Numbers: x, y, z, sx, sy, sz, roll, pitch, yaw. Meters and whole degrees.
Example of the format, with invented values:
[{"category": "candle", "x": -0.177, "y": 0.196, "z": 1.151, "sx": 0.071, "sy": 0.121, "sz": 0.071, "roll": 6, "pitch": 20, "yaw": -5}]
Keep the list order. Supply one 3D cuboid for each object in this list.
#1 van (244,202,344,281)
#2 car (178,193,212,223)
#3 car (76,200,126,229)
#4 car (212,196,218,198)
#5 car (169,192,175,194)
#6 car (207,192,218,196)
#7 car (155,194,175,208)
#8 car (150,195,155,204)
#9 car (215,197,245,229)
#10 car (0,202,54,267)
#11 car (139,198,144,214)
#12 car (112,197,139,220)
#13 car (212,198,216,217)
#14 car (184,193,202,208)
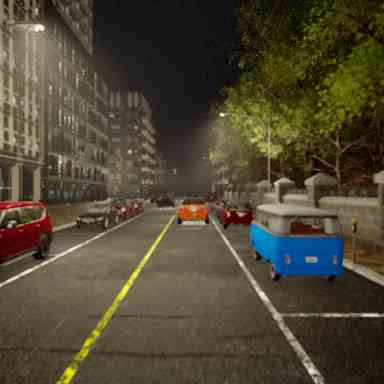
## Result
[{"category": "van", "x": 2.700, "y": 1.276, "z": 9.355, "sx": 1.690, "sy": 1.788, "sz": 3.998, "roll": 1, "pitch": 0, "yaw": 0}, {"category": "car", "x": 0.102, "y": 1.182, "z": 23.732, "sx": 2.097, "sy": 1.767, "sz": 4.553, "roll": 0, "pitch": 0, "yaw": 0}, {"category": "car", "x": -5.683, "y": 1.407, "z": 20.343, "sx": 2.008, "sy": 1.369, "sz": 4.403, "roll": 1, "pitch": 0, "yaw": 0}, {"category": "car", "x": 2.698, "y": 1.355, "z": 31.270, "sx": 1.802, "sy": 1.307, "sz": 4.206, "roll": 1, "pitch": 0, "yaw": 0}, {"category": "car", "x": -5.679, "y": 0.700, "z": 91.130, "sx": 1.967, "sy": 1.590, "sz": 4.097, "roll": 1, "pitch": 1, "yaw": 0}, {"category": "car", "x": 2.701, "y": 0.957, "z": 47.704, "sx": 2.192, "sy": 1.841, "sz": 5.009, "roll": 1, "pitch": 0, "yaw": 0}, {"category": "car", "x": -3.085, "y": 1.259, "z": 41.086, "sx": 1.994, "sy": 1.385, "sz": 4.181, "roll": 0, "pitch": 0, "yaw": 0}, {"category": "car", "x": -5.682, "y": 1.147, "z": 53.188, "sx": 2.008, "sy": 1.369, "sz": 4.403, "roll": 1, "pitch": 0, "yaw": 0}, {"category": "car", "x": 2.699, "y": 1.296, "z": 20.312, "sx": 1.967, "sy": 1.590, "sz": 4.097, "roll": 1, "pitch": 0, "yaw": 0}, {"category": "car", "x": -5.680, "y": 1.250, "z": 9.393, "sx": 2.192, "sy": 1.841, "sz": 5.009, "roll": 1, "pitch": 0, "yaw": 0}, {"category": "car", "x": -5.681, "y": 1.213, "z": 31.292, "sx": 1.967, "sy": 1.590, "sz": 4.097, "roll": 1, "pitch": 0, "yaw": 0}, {"category": "car", "x": -5.681, "y": 1.255, "z": 25.818, "sx": 1.967, "sy": 1.590, "sz": 4.097, "roll": 1, "pitch": 0, "yaw": 0}, {"category": "car", "x": 2.698, "y": 1.381, "z": 25.793, "sx": 1.947, "sy": 1.339, "sz": 4.313, "roll": 1, "pitch": 0, "yaw": 0}, {"category": "car", "x": 0.101, "y": 1.043, "z": 41.810, "sx": 2.097, "sy": 1.767, "sz": 4.553, "roll": 0, "pitch": 1, "yaw": 0}]
